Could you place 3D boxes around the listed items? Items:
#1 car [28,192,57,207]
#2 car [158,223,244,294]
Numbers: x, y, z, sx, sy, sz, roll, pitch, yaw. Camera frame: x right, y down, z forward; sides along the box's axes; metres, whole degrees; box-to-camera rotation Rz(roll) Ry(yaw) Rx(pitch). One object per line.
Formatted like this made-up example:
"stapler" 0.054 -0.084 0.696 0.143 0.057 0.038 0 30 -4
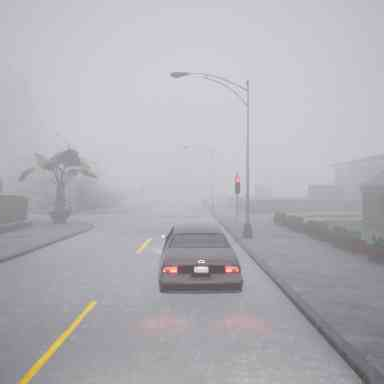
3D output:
"car" -19.770 0.990 43.856 1.905 1.878 3.866 0 0 35
"car" 0.111 1.548 8.946 2.033 1.411 5.357 0 0 -2
